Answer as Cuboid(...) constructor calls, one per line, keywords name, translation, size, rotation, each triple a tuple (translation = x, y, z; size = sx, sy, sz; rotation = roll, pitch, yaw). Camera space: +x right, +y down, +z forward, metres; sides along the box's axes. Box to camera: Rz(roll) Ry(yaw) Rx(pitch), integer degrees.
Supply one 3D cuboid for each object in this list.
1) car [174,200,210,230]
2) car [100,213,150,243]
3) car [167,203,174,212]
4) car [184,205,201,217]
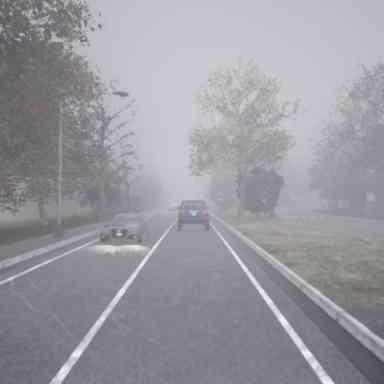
Cuboid(name="car", translation=(0.099, 1.591, 23.936), size=(2.150, 2.045, 5.566), rotation=(0, -2, 0))
Cuboid(name="car", translation=(-3.351, 1.786, 17.256), size=(1.994, 1.385, 4.181), rotation=(0, -1, 0))
Cuboid(name="car", translation=(-3.244, 2.703, 59.032), size=(1.812, 1.442, 4.674), rotation=(0, -1, 1))
Cuboid(name="car", translation=(0.100, 2.398, 42.742), size=(2.033, 1.411, 5.357), rotation=(0, -1, 0))
